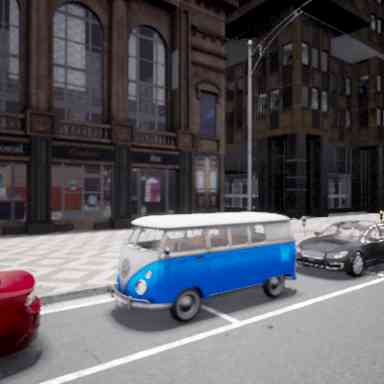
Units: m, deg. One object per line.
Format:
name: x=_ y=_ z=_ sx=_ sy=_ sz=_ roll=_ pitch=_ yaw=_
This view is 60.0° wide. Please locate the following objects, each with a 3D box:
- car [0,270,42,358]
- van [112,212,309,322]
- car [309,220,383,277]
car: x=-4.139 y=1.542 z=3.695 sx=4.507 sy=1.381 sz=1.887 roll=0 pitch=0 yaw=-36
van: x=0.433 y=1.351 z=6.962 sx=3.998 sy=1.788 sz=1.690 roll=0 pitch=0 yaw=-36
car: x=5.004 y=1.574 z=10.227 sx=4.403 sy=1.369 sz=2.008 roll=0 pitch=0 yaw=-36
